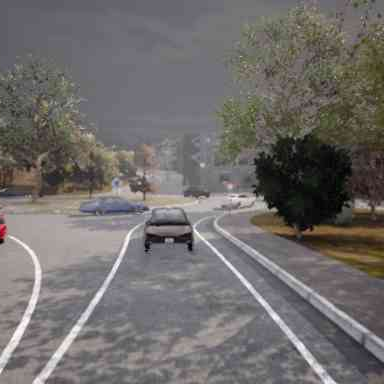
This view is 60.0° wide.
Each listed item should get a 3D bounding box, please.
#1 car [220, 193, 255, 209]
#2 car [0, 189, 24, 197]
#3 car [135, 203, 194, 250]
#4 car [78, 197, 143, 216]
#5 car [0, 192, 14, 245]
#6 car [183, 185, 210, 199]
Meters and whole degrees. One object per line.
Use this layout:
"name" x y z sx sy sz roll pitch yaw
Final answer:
"car" 4.502 0.848 32.644 1.812 1.442 4.674 1 2 38
"car" -29.293 0.192 52.879 1.812 1.442 4.674 1 1 38
"car" -0.983 1.392 13.871 2.128 1.511 4.902 0 1 -5
"car" -6.110 1.078 26.123 5.357 1.411 2.033 -1 2 -28
"car" -9.738 1.122 14.364 2.150 2.045 5.566 -1 2 -42
"car" 0.643 -0.066 52.091 2.150 2.045 5.566 0 1 -31
